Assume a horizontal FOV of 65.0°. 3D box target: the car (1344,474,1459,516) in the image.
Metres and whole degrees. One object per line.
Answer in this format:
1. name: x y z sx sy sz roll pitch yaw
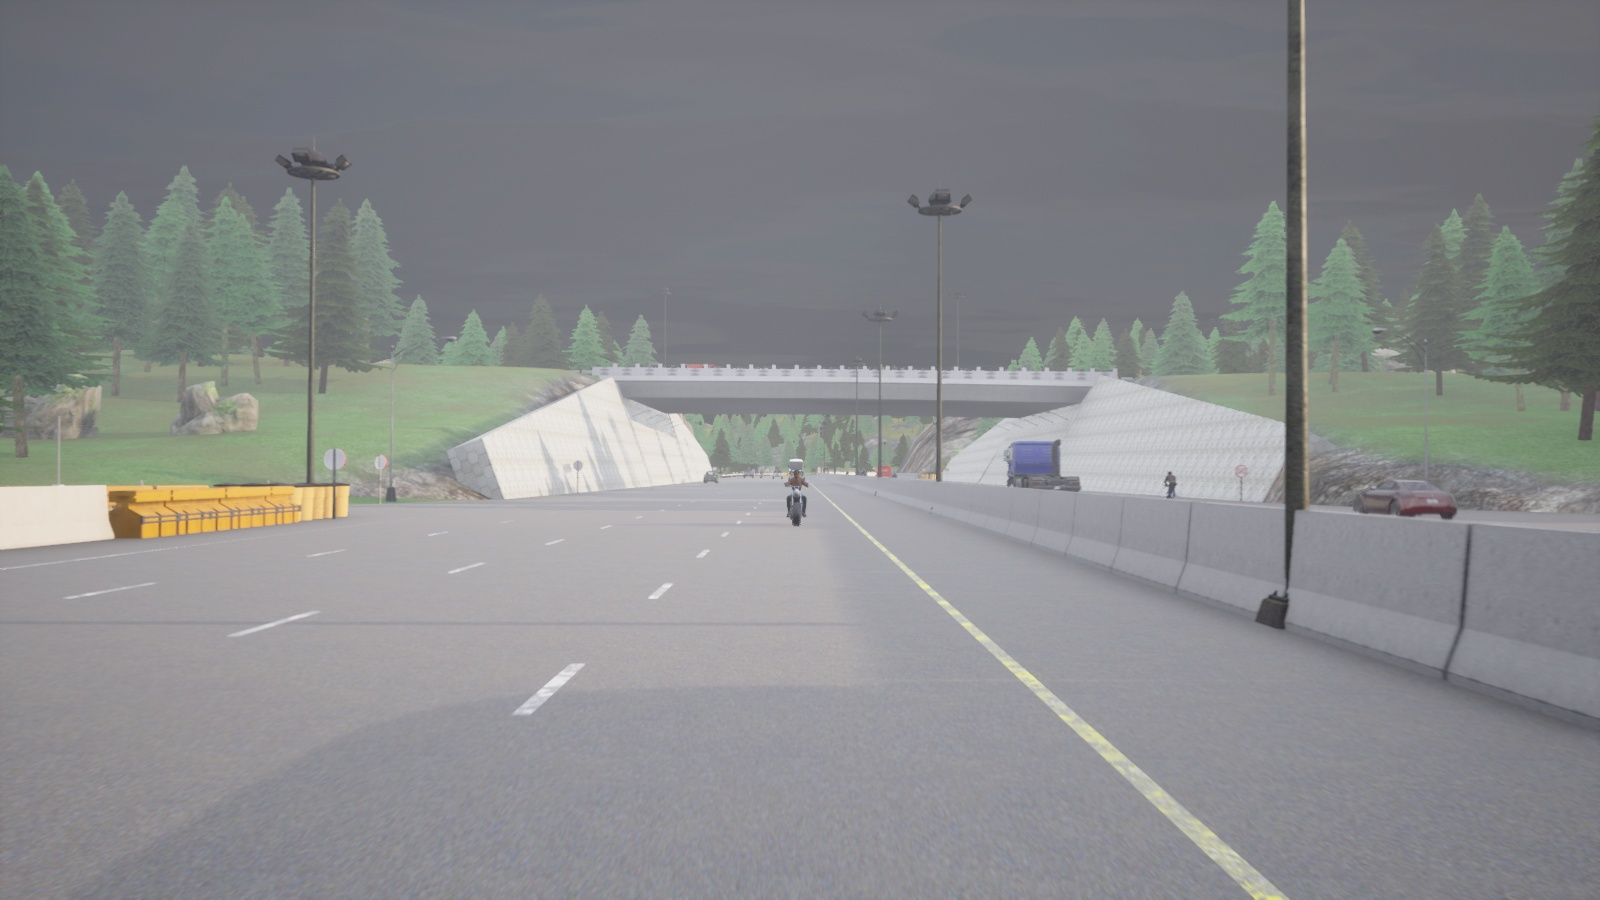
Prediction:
1. car: 20.894 1.528 43.799 1.994 1.385 4.181 0 -1 0

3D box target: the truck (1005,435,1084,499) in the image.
1. truck: 13.823 0.976 71.575 2.891 3.462 7.936 0 -1 0

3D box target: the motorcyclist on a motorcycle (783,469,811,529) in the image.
1. motorcyclist on a motorcycle: -0.087 1.362 35.670 0.766 1.649 2.350 0 -1 0
